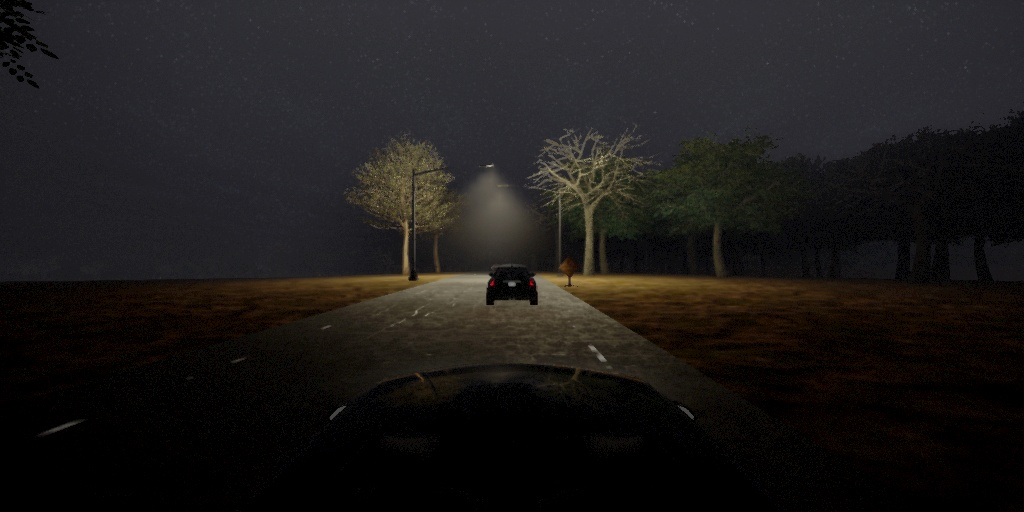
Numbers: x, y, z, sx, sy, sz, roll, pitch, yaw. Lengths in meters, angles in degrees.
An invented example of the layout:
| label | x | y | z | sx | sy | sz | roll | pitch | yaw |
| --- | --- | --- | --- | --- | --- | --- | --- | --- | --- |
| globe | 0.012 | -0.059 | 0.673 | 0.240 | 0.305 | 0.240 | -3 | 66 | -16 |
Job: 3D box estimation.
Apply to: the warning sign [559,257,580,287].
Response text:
| label | x | y | z | sx | sy | sz | roll | pitch | yaw |
| --- | --- | --- | --- | --- | --- | --- | --- | --- | --- |
| warning sign | 3.550 | 0.960 | 21.982 | 1.300 | 1.860 | 1.060 | 0 | 0 | 0 |

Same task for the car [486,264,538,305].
| label | x | y | z | sx | sy | sz | roll | pitch | yaw |
| --- | --- | --- | --- | --- | --- | --- | --- | --- | --- |
| car | 0.000 | 1.169 | 16.454 | 2.097 | 1.767 | 4.553 | 0 | 0 | 0 |
